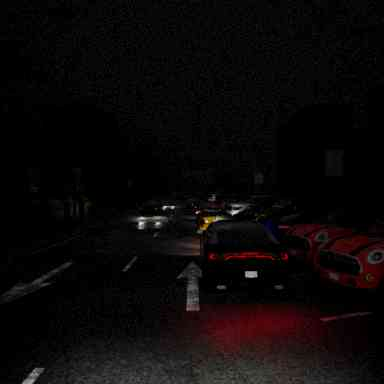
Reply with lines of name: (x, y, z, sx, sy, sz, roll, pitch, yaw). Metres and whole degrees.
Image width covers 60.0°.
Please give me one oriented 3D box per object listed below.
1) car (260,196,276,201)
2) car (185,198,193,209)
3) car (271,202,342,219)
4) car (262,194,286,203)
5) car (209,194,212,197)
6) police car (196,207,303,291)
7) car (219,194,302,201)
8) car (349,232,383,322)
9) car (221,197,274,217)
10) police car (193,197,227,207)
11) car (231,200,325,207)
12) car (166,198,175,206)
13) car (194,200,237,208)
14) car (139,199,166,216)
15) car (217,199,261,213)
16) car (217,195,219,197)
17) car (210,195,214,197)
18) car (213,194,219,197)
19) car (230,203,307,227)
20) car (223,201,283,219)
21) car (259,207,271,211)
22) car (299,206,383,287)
car: (21.086, 1.794, 92.446, 2.163, 1.488, 4.792, 0, -1, -21)
car: (0.100, 1.574, 47.140, 1.882, 1.535, 5.008, 0, 0, 1)
car: (5.365, 1.366, 11.349, 4.553, 1.767, 2.185, 1, 0, -20)
car: (18.467, 1.445, 75.390, 2.435, 2.045, 5.566, 0, 0, -21)
car: (5.483, 1.376, 59.413, 5.566, 2.045, 2.435, 1, 0, -20)
police car: (1.177, 1.428, 9.170, 1.930, 1.638, 5.238, 0, 0, 0)
car: (5.368, 1.264, 26.340, 5.566, 2.045, 2.435, 1, 0, -20)
car: (5.286, 1.516, 5.328, 4.792, 1.488, 2.163, 1, 0, -20)
car: (5.383, 1.405, 32.354, 4.553, 1.767, 2.185, 1, 0, -20)
police car: (1.227, 1.453, 25.170, 1.930, 1.638, 5.238, 0, 0, 0)
car: (5.192, 1.497, 20.281, 5.366, 1.575, 1.946, 1, 0, -20)
car: (-3.932, 1.697, 57.147, 1.994, 1.385, 4.181, 0, 0, 0)
car: (1.207, 1.471, 19.250, 1.801, 1.575, 5.366, 0, 0, 0)
car: (-4.044, 1.526, 33.309, 1.882, 1.535, 5.008, 0, 0, 0)
car: (5.436, 1.591, 38.363, 4.674, 1.452, 2.002, 1, 0, -20)
car: (5.394, 1.415, 35.356, 4.553, 1.767, 2.185, 1, 0, -20)
car: (5.444, 1.572, 44.375, 5.008, 1.535, 2.097, 1, 0, -20)
car: (5.478, 1.436, 41.372, 4.553, 1.767, 2.185, 1, 0, -20)
car: (5.350, 1.538, 23.338, 4.792, 1.488, 2.163, 1, 0, -20)
car: (5.377, 1.552, 29.340, 4.792, 1.488, 2.163, 1, 0, -20)
car: (5.339, 1.534, 14.345, 4.674, 1.452, 2.002, 1, 0, -20)
car: (5.355, 1.363, 8.348, 4.553, 1.767, 2.185, 1, 0, -20)
